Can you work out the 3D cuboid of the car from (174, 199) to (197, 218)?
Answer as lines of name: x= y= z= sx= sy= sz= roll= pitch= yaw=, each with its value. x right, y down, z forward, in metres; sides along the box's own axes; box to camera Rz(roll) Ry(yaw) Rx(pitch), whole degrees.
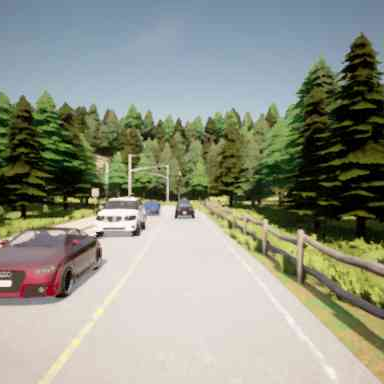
car: x=-0.692 y=1.693 z=31.568 sx=1.812 sy=1.442 sz=4.674 roll=0 pitch=-1 yaw=-1

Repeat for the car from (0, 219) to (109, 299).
car: x=-3.680 y=1.607 z=8.474 sx=1.994 sy=1.385 sz=4.181 roll=0 pitch=0 yaw=-1

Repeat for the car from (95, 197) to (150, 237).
car: x=-3.930 y=1.328 z=19.124 sx=2.150 sy=2.045 sz=5.566 roll=0 pitch=-1 yaw=-2

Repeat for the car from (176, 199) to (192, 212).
car: x=-1.076 y=1.727 z=43.004 sx=1.837 sy=1.490 sz=4.892 roll=0 pitch=-1 yaw=-3

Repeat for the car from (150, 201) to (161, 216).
car: x=-4.306 y=1.672 z=35.046 sx=1.882 sy=1.535 sz=5.008 roll=0 pitch=0 yaw=-2
